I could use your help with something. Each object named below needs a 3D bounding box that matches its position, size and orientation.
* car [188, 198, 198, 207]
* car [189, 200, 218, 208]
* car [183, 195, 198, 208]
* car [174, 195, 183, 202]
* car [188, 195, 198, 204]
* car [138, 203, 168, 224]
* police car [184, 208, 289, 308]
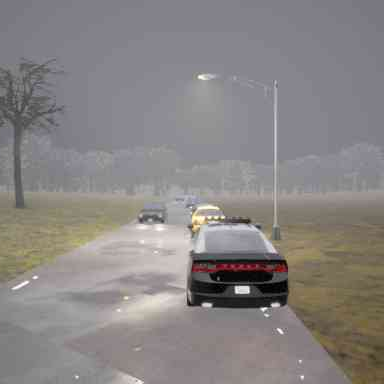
[{"bbox_3d":[0.880,1.453,24.008,1.882,1.535,5.008,0,0,0],"label":"car"},{"bbox_3d":[0.867,1.439,18.197,1.801,1.575,5.366,0,0,0],"label":"car"},{"bbox_3d":[0.139,1.466,45.845,2.033,1.411,5.357,0,0,1],"label":"car"},{"bbox_3d":[-2.592,1.295,69.635,1.882,1.535,5.008,0,0,0],"label":"car"},{"bbox_3d":[0.144,1.373,63.165,1.812,1.442,4.674,0,0,0],"label":"car"},{"bbox_3d":[-2.793,1.520,25.063,2.033,1.411,5.357,0,0,0],"label":"car"},{"bbox_3d":[0.843,1.420,8.117,1.930,1.638,5.238,0,0,0],"label":"police car"}]
